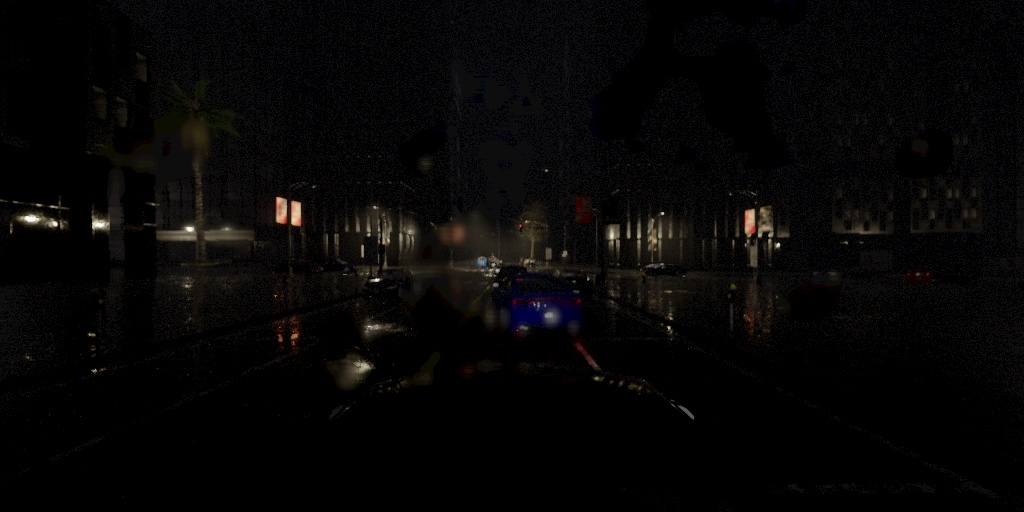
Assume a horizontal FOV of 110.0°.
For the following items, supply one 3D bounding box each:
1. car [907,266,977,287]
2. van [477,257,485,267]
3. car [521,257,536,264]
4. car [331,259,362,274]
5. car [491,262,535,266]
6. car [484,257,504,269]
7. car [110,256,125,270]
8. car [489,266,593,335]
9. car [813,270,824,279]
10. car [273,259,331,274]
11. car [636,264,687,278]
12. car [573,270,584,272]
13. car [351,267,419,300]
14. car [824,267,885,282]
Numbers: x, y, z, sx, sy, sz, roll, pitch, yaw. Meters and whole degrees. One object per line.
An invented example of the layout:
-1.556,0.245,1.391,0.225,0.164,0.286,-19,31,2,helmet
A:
39.297,1.867,32.774,4.553,1.767,2.097,1,0,0,car
-5.510,1.127,65.208,1.690,1.789,3.998,0,0,1,van
2.964,1.332,59.619,2.007,1.370,4.403,0,0,1,car
-17.987,1.015,36.218,5.357,1.411,2.033,1,0,0,car
0.070,1.261,18.644,1.837,1.490,4.892,0,0,0,car
-2.881,1.272,58.841,2.128,1.511,4.902,0,0,1,car
-40.708,0.678,36.313,4.718,1.301,1.895,1,0,0,car
0.526,1.230,10.662,1.882,1.535,5.008,0,0,-8,car
38.585,2.050,42.707,4.674,1.442,1.812,1,0,0,car
-19.470,0.999,32.974,4.181,1.385,1.994,1,0,0,car
16.652,1.593,39.552,4.902,1.511,2.128,1,0,0,car
2.766,1.306,17.436,2.007,1.370,4.403,0,0,0,car
-5.760,1.306,17.441,2.007,1.370,4.403,0,0,0,car
37.968,1.997,39.460,4.902,1.511,2.128,1,0,0,car
